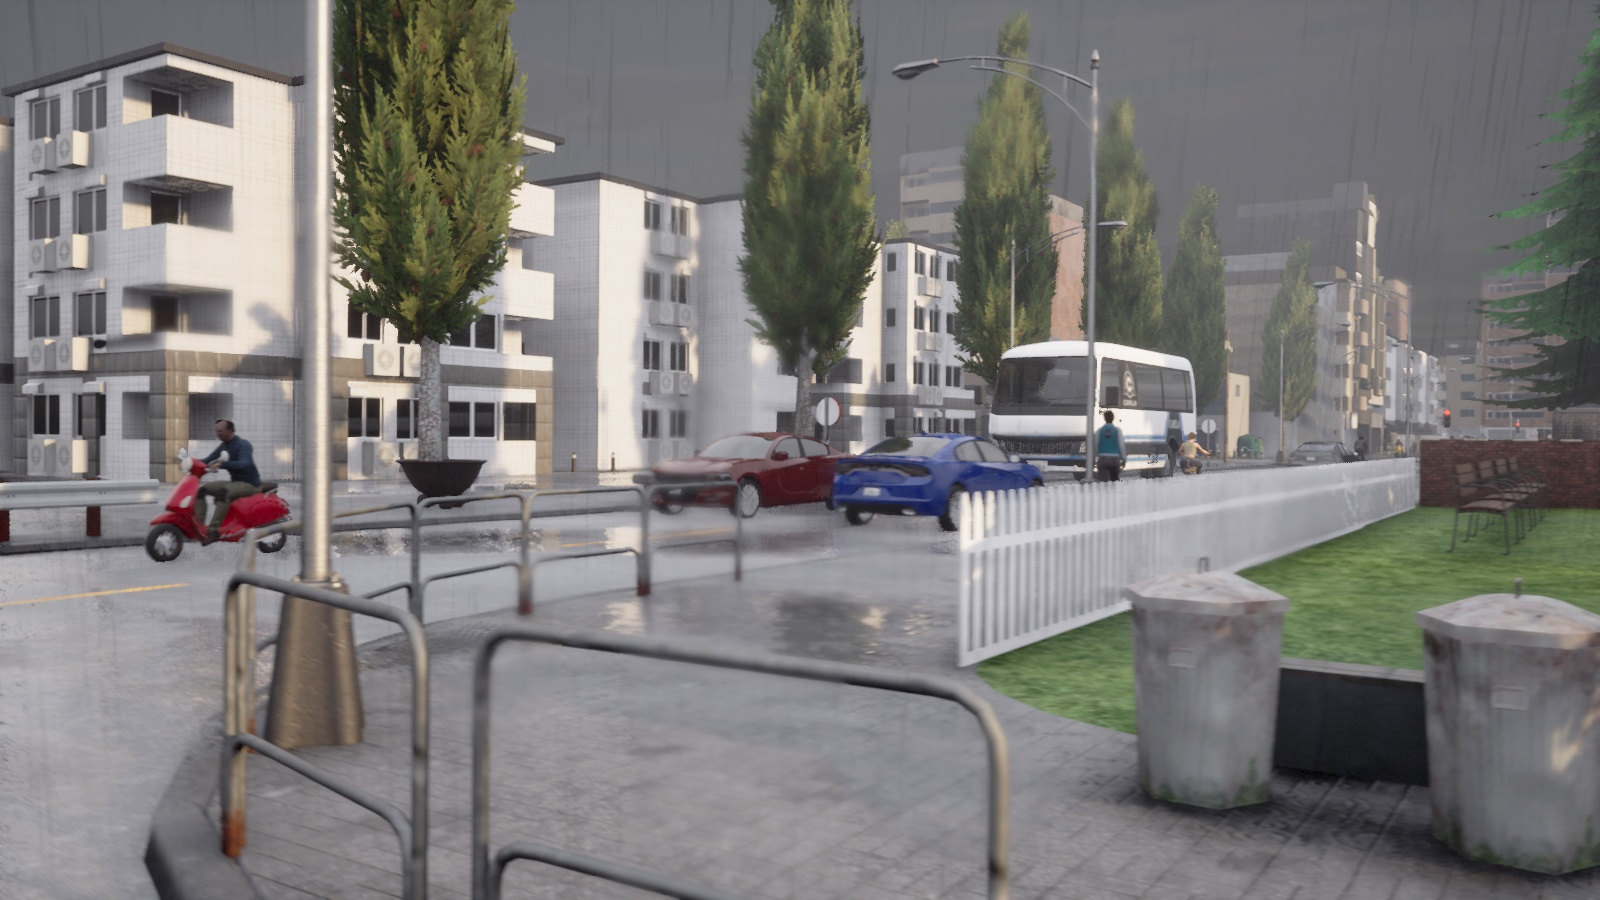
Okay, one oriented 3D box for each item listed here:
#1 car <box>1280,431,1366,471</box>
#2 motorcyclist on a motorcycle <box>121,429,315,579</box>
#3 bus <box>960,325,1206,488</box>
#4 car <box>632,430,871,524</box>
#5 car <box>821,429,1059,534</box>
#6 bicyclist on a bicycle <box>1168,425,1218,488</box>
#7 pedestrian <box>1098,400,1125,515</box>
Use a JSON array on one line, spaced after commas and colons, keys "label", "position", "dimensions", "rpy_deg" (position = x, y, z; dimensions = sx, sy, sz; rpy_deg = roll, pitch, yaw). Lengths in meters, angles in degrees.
[{"label": "car", "position": [19.909, 0.002, 47.661], "dimensions": [2.033, 1.411, 5.357], "rpy_deg": [0, 1, 33]}, {"label": "motorcyclist on a motorcycle", "position": [-6.589, 0.558, 14.304], "dimensions": [0.866, 1.590, 1.817], "rpy_deg": [0, 1, 32]}, {"label": "bus", "position": [8.912, -1.207, 38.132], "dimensions": [3.944, 4.253, 10.273], "rpy_deg": [0, 1, 33]}, {"label": "car", "position": [-0.754, 0.418, 23.330], "dimensions": [1.882, 1.535, 5.008], "rpy_deg": [0, 1, 33]}, {"label": "car", "position": [2.496, 0.420, 21.004], "dimensions": [1.882, 1.535, 5.008], "rpy_deg": [0, 1, 33]}, {"label": "bicyclist on a bicycle", "position": [10.350, 0.159, 33.029], "dimensions": [0.866, 1.612, 1.509], "rpy_deg": [0, 1, 33]}, {"label": "pedestrian", "position": [5.296, 0.119, 21.351], "dimensions": [0.396, 1.930, 0.692], "rpy_deg": [0, 1, 17]}]
